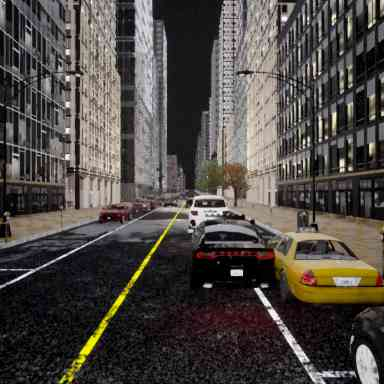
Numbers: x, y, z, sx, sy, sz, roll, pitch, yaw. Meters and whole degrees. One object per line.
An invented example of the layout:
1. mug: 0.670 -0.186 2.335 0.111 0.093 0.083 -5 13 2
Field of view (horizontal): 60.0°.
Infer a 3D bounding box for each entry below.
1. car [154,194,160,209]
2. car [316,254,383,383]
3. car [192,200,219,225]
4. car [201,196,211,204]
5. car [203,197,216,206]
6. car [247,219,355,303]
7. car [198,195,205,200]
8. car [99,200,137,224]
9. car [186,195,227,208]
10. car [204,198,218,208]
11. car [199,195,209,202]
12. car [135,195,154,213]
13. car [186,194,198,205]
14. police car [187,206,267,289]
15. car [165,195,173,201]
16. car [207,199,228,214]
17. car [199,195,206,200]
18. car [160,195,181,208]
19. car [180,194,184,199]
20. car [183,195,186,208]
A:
1. car: -5.661 1.284 42.002 2.192 1.841 5.009 0 0 0
2. car: 2.696 1.551 2.259 2.008 1.369 4.403 0 0 0
3. car: 0.912 1.466 25.172 1.882 1.535 5.008 0 0 0
4. car: 2.730 1.451 64.853 1.752 1.417 4.829 1 0 0
5. car: 2.724 1.532 53.333 1.802 1.307 4.206 1 0 0
6. car: 2.700 1.524 8.105 1.752 1.417 4.829 0 0 0
7. car: 2.745 1.430 93.056 1.802 1.307 4.206 1 0 0
8. car: -5.672 1.533 24.974 1.887 1.381 4.507 0 0 0
9. car: 0.910 1.218 19.202 2.150 2.045 5.566 0 0 0
10. car: 2.720 1.542 47.659 1.802 1.307 4.206 1 0 0
11. car: 2.736 1.463 76.033 1.947 1.339 4.313 1 0 0
12. car: -5.665 1.416 36.327 1.967 1.590 4.097 0 0 0
13. car: 0.030 1.289 59.625 2.097 1.767 4.553 0 0 0
14. police car: 0.904 1.424 9.282 1.930 1.638 5.238 0 0 0
15. car: -5.641 1.408 81.561 1.752 1.417 4.829 1 0 0
16. car: 2.715 1.542 36.310 1.947 1.339 4.313 0 0 0
17. car: 2.742 1.410 87.383 1.887 1.381 4.507 1 0 0
18. car: -2.977 1.508 47.209 2.033 1.411 5.357 0 0 0
19. car: -2.953 1.372 93.746 1.812 1.442 4.674 0 0 0
20. car: 0.036 1.467 46.038 1.837 1.490 4.892 0 0 0
